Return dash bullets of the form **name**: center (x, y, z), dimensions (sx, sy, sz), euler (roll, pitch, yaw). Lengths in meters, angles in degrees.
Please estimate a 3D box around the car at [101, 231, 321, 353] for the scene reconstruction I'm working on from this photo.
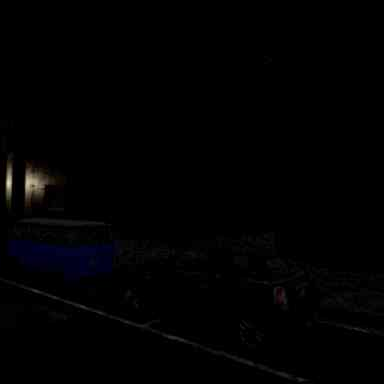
- **car**: center (0.306, 1.743, 6.755), dimensions (4.097, 1.590, 1.967), euler (-1, -4, 38)

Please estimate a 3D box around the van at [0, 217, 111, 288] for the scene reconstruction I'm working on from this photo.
- **van**: center (-4.140, 1.717, 10.204), dimensions (3.998, 1.788, 1.690), euler (-1, -4, 38)
